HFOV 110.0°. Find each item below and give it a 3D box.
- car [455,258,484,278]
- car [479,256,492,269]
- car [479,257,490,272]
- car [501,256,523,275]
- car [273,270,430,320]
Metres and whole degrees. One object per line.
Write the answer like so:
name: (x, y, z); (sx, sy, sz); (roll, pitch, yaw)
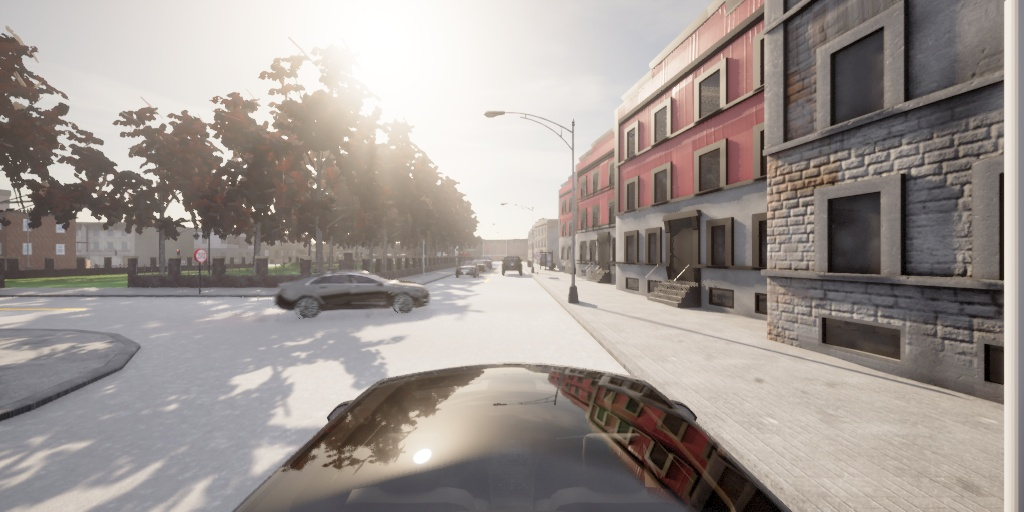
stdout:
car: (-4.184, 1.240, 34.169); (2.128, 1.511, 4.902); (0, 0, 0)
car: (-4.205, 0.969, 55.051); (2.150, 2.045, 5.566); (0, 0, 0)
car: (-4.205, 1.226, 44.317); (1.882, 1.535, 5.008); (0, 0, 0)
car: (0.008, 0.970, 39.933); (2.150, 2.045, 5.566); (0, 0, 0)
car: (-5.393, 1.243, 12.495); (4.902, 1.511, 2.128); (0, 0, -20)
